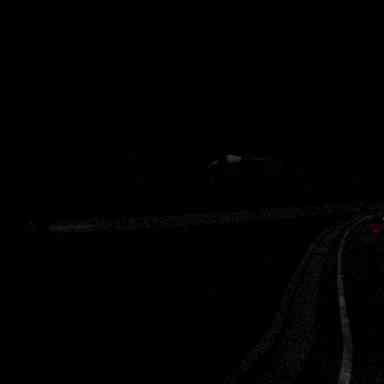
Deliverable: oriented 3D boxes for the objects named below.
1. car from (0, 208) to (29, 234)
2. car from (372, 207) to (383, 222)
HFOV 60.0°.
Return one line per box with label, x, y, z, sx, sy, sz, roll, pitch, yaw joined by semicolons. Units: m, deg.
car;-12.099;1.671;19.061;4.902;1.511;2.128;1;-1;-34
car;16.966;1.926;29.082;1.895;1.301;4.718;0;-1;32
